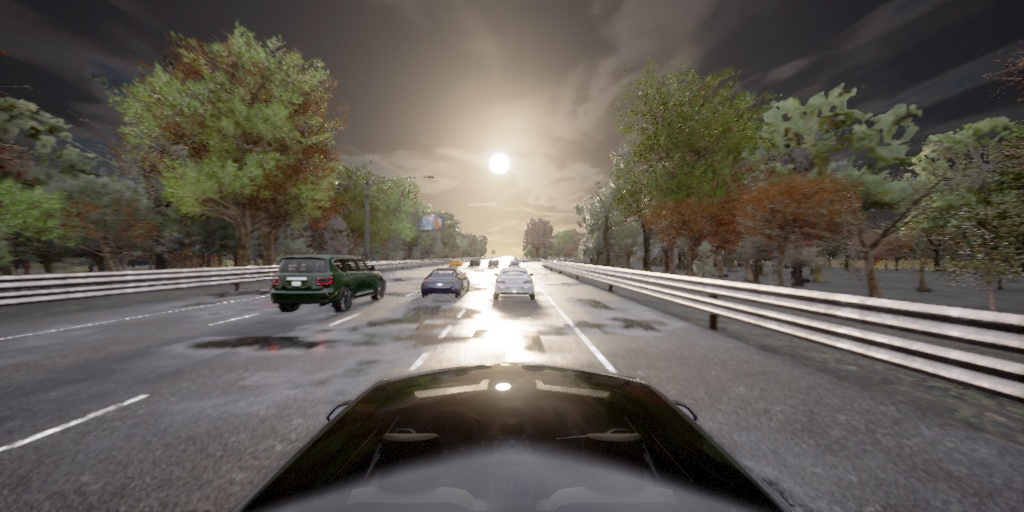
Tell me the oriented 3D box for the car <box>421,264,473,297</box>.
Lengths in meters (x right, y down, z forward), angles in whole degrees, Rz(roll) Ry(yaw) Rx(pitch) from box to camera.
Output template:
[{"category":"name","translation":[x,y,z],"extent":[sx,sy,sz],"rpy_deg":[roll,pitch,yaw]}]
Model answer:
[{"category":"car","translation":[-3.400,1.314,18.877],"extent":[1.994,1.385,4.181],"rpy_deg":[0,0,0]}]

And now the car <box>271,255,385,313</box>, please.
[{"category":"car","translation":[-6.897,0.971,14.152],"extent":[2.150,2.045,5.566],"rpy_deg":[0,0,0]}]

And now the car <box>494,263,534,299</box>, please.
[{"category":"car","translation":[0.101,1.276,17.801],"extent":[1.812,1.442,4.674],"rpy_deg":[0,0,0]}]
